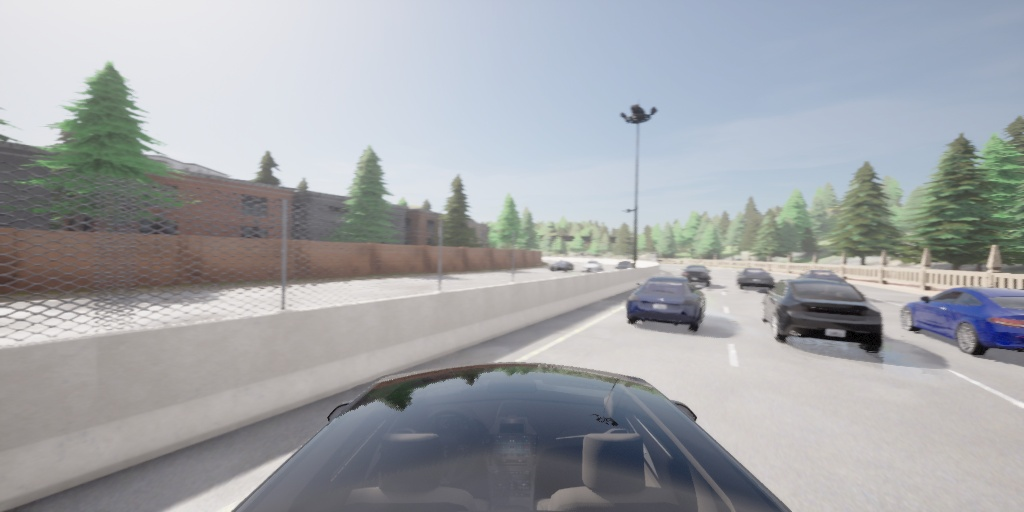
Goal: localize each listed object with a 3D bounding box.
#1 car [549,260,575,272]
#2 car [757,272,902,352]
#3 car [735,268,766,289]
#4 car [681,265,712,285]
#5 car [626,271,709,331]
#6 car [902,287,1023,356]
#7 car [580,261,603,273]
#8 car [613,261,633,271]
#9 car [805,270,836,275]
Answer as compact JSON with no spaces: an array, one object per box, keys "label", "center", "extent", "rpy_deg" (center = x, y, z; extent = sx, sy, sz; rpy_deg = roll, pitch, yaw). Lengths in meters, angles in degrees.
[{"label":"car","center":[6.052,1.217,42.647],"extent":[2.033,1.411,5.357],"rpy_deg":[1,0,24]},{"label":"car","center":[7.943,1.369,9.561],"extent":[1.837,1.490,4.892],"rpy_deg":[1,0,30]},{"label":"car","center":[16.377,1.506,24.313],"extent":[1.994,1.385,4.181],"rpy_deg":[1,0,29]},{"label":"car","center":[13.599,1.395,26.538],"extent":[1.812,1.442,4.674],"rpy_deg":[1,0,29]},{"label":"car","center":[5.022,1.354,11.503],"extent":[1.994,1.385,4.181],"rpy_deg":[1,0,30]},{"label":"car","center":[11.367,1.469,8.526],"extent":[1.812,1.442,4.674],"rpy_deg":[1,0,30]},{"label":"car","center":[9.259,1.250,41.244],"extent":[1.812,1.442,4.674],"rpy_deg":[1,0,24]},{"label":"car","center":[12.465,1.311,39.841],"extent":[1.837,1.490,4.892],"rpy_deg":[1,0,24]},{"label":"car","center":[19.557,1.583,22.826],"extent":[1.994,1.385,4.181],"rpy_deg":[1,0,29]}]
